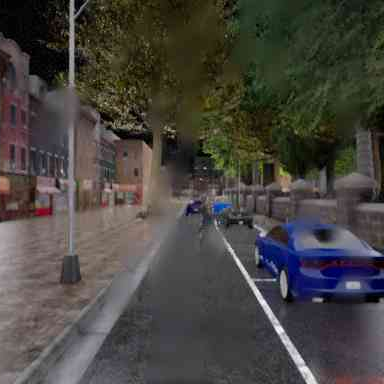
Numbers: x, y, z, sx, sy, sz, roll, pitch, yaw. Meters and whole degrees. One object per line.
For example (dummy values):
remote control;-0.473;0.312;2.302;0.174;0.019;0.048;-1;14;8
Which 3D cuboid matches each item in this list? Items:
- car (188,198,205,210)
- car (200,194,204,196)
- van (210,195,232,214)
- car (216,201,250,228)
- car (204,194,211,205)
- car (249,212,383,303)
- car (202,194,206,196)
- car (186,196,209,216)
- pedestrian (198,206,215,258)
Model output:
car;0.551;1.556;43.799;2.033;1.411;5.357;0;0;-2
car;3.342;1.373;70.532;2.192;1.841;5.009;1;0;1
van;2.967;1.340;32.387;1.690;1.788;3.998;1;0;1
car;2.858;1.544;21.489;2.008;1.369;4.403;1;0;1
car;3.181;1.549;54.354;1.752;1.417;4.829;1;0;1
car;2.831;1.473;8.262;1.882;1.535;5.008;0;0;1
car;3.286;1.627;65.083;1.802;1.307;4.206;1;0;1
car;0.417;1.477;32.985;1.882;1.535;5.008;0;0;1
pedestrian;0.487;1.288;11.300;0.375;1.860;0.375;1;-1;1
